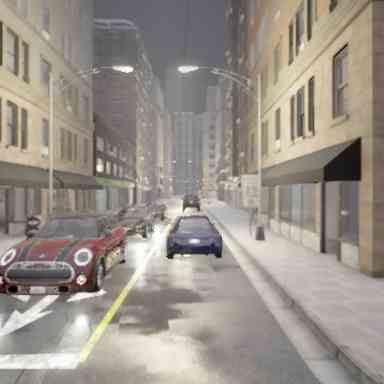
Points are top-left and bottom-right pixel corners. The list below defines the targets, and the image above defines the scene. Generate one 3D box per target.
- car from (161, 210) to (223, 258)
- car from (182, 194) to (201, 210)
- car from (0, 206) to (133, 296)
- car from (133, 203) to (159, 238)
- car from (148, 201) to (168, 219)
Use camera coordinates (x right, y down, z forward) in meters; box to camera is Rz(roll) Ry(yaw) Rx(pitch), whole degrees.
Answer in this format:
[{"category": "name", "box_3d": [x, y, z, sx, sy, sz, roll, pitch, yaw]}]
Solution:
[{"category": "car", "box_3d": [0.079, 1.594, 12.949, 1.994, 1.385, 4.181, 0, 0, 0]}, {"category": "car", "box_3d": [-0.071, 1.312, 40.502, 2.150, 2.045, 5.566, 0, 0, 0]}, {"category": "car", "box_3d": [-3.101, 1.374, 8.907, 2.097, 1.767, 4.553, 0, 0, 0]}, {"category": "car", "box_3d": [-3.121, 1.547, 18.004, 1.837, 1.490, 4.892, 0, 0, 0]}, {"category": "car", "box_3d": [-3.100, 1.556, 27.984, 2.128, 1.511, 4.902, 0, 0, 0]}]
